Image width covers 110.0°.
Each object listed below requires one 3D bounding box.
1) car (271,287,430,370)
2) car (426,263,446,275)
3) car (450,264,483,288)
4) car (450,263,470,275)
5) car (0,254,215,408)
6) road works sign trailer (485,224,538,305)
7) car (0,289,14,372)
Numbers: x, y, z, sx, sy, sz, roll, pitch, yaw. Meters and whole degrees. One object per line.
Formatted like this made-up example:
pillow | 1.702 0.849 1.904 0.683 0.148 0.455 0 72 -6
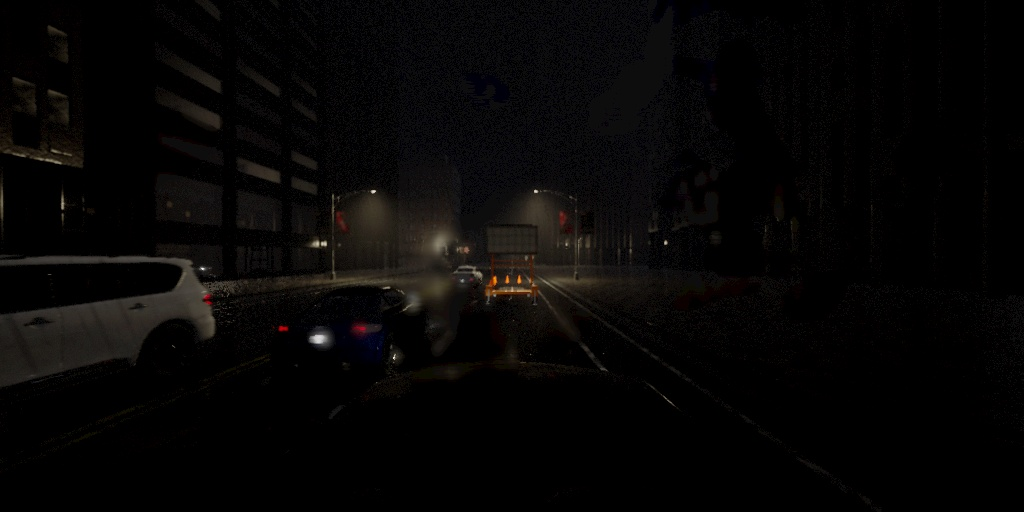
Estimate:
car | -3.151 1.355 7.876 1.994 1.385 4.181 0 0 0
car | -9.848 1.620 46.874 1.837 1.490 4.892 0 -1 0
car | -3.154 1.445 25.569 1.812 1.442 4.674 0 0 0
car | -6.599 1.666 45.833 1.994 1.385 4.181 0 -1 0
car | -6.601 0.989 4.330 2.150 2.045 5.566 0 0 0
road works sign trailer | 0.005 0.317 16.692 2.380 3.560 2.880 0 0 1
car | -9.851 1.292 4.103 1.812 1.442 4.674 0 0 0
